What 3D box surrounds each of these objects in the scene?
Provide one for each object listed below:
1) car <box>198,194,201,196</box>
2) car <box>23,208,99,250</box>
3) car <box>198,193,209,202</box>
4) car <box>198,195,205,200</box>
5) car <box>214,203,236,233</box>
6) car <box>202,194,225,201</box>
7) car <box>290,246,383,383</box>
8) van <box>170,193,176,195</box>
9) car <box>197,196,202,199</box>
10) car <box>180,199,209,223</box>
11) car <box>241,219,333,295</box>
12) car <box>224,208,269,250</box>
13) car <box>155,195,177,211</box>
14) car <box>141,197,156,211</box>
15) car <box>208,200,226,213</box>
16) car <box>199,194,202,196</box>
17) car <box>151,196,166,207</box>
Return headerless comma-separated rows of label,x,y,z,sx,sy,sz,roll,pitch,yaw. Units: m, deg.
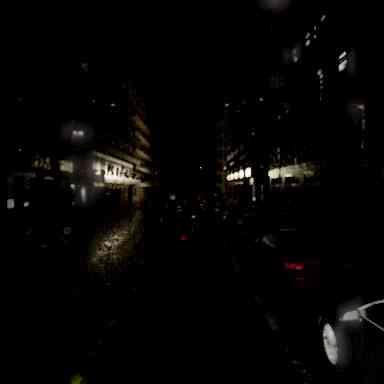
car,2.564,1.281,69.484,2.192,1.841,5.009,-1,0,0
car,-5.324,1.435,13.975,1.967,1.590,4.097,-1,0,0
car,2.565,1.277,75.034,2.192,1.841,5.009,-1,0,0
car,2.570,1.476,91.851,1.752,1.417,4.829,-1,0,0
car,2.559,1.558,19.544,1.947,1.339,4.313,-1,0,0
car,2.558,1.299,36.191,2.192,1.841,5.009,-1,0,0
car,2.556,1.550,2.897,2.008,1.369,4.403,-1,0,0
van,-5.313,1.292,91.663,1.690,1.788,3.998,-1,0,0
car,0.107,1.581,43.367,1.895,1.301,4.718,0,0,0
car,0.104,1.515,25.246,1.812,1.442,4.674,0,0,0
car,2.557,1.579,8.446,1.802,1.307,4.206,-1,0,0
car,2.558,1.577,13.995,1.802,1.307,4.206,-1,0,0
car,-2.744,1.342,38.375,1.994,1.385,4.181,0,0,0
car,-5.318,1.507,41.550,1.752,1.417,4.829,-1,0,0
car,2.560,1.540,25.093,2.008,1.369,4.403,-1,0,0
car,2.565,1.555,58.387,1.802,1.307,4.206,-1,0,0
car,-5.318,1.416,52.818,1.967,1.590,4.097,-1,0,0
